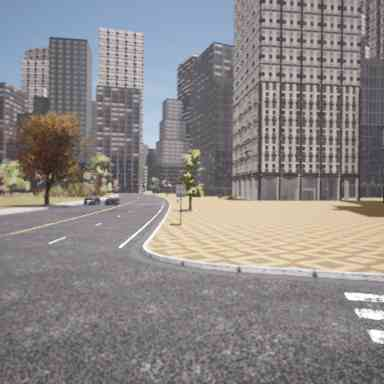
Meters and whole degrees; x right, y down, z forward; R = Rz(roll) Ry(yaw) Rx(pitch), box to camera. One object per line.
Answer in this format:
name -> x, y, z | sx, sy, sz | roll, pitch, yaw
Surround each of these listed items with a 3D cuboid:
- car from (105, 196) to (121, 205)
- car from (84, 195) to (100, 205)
car -> -12.733, 1.400, 53.576 | 1.994, 1.385, 4.181 | 0, 0, -4
car -> -15.974, 1.301, 53.343 | 2.128, 1.511, 4.902 | 0, 0, -4
